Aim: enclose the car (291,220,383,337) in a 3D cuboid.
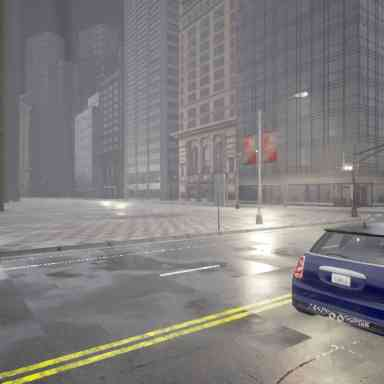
[{"bbox_3d":[3.992,1.352,6.303,4.553,1.767,2.097,0,0,-36],"label":"car"}]
